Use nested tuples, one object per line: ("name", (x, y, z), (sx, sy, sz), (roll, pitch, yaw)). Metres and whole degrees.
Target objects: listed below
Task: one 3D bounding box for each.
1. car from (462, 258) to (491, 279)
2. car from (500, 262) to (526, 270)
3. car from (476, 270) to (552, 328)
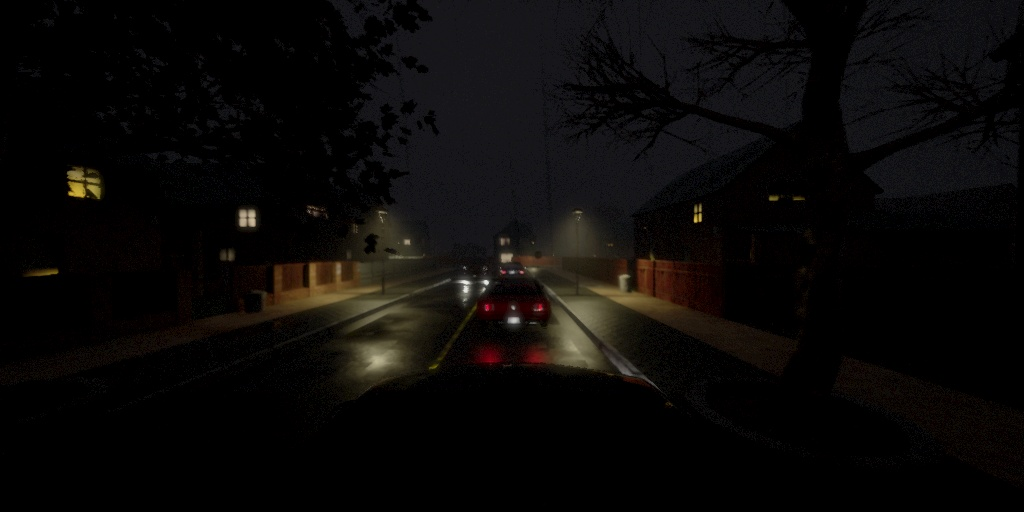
("car", (-2.831, 0.938, 29.467), (2.097, 1.767, 4.553), (0, 0, 0))
("car", (0.067, 1.143, 26.746), (2.033, 1.411, 5.357), (0, 0, 0))
("car", (0.062, 1.281, 11.049), (1.895, 1.301, 4.718), (0, 0, 0))
